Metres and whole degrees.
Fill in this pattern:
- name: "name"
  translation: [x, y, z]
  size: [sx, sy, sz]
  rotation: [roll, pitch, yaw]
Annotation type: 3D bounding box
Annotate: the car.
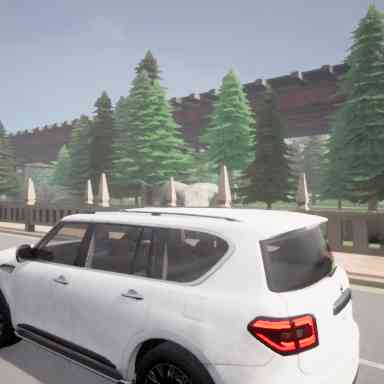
- name: "car"
  translation: [-0.805, 1.221, 4.585]
  size: [5.566, 2.045, 2.150]
  rotation: [0, 0, 36]
